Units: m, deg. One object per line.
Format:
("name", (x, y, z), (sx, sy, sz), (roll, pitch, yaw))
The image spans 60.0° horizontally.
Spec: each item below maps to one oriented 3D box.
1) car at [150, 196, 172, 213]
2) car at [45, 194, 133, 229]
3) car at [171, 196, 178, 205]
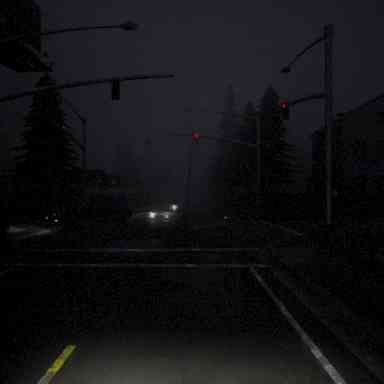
("car", (-3.587, 1.525, 37.915), (1.812, 1.442, 4.674), (0, 0, 0))
("car", (-6.588, 1.197, 21.883), (5.566, 2.045, 2.150), (0, 3, -38))
("car", (-3.519, 1.493, 58.788), (2.128, 1.511, 4.902), (0, 0, 0))
